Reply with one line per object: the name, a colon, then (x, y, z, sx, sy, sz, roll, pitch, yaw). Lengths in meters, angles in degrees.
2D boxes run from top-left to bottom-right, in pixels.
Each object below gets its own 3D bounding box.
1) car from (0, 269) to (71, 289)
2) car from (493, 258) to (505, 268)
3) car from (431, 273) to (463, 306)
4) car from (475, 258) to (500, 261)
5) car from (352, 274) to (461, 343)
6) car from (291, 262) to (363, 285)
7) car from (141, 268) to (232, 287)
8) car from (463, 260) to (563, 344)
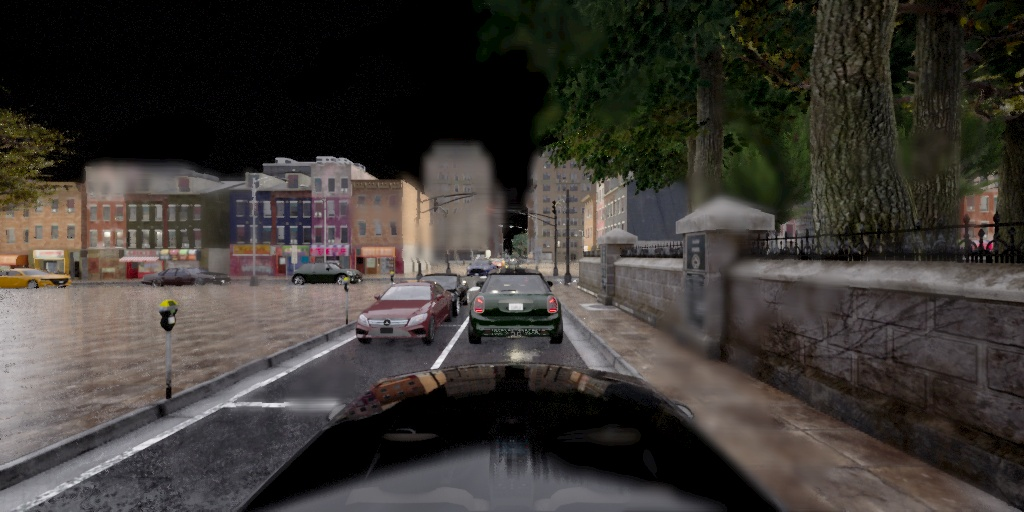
car: (-35.377, 1.669, 26.140, 5.008, 1.535, 1.882, -1, 0, 0)
car: (-2.281, 1.212, 63.074, 1.882, 1.535, 5.008, 0, 0, 0)
car: (-2.638, 1.315, 13.299, 1.948, 1.339, 4.313, 0, 0, 0)
car: (-2.875, 1.094, 34.594, 2.097, 1.767, 4.553, 0, 0, 8)
car: (-2.638, 1.331, 9.637, 1.802, 1.307, 4.207, 0, 0, 0)
car: (-13.391, 1.230, 26.207, 4.553, 1.767, 2.097, -1, 0, 0)
car: (-23.692, 1.555, 26.166, 5.357, 1.411, 2.033, -1, 0, 0)
car: (0.073, 1.101, 9.752, 2.097, 1.767, 4.553, 0, 0, 0)
